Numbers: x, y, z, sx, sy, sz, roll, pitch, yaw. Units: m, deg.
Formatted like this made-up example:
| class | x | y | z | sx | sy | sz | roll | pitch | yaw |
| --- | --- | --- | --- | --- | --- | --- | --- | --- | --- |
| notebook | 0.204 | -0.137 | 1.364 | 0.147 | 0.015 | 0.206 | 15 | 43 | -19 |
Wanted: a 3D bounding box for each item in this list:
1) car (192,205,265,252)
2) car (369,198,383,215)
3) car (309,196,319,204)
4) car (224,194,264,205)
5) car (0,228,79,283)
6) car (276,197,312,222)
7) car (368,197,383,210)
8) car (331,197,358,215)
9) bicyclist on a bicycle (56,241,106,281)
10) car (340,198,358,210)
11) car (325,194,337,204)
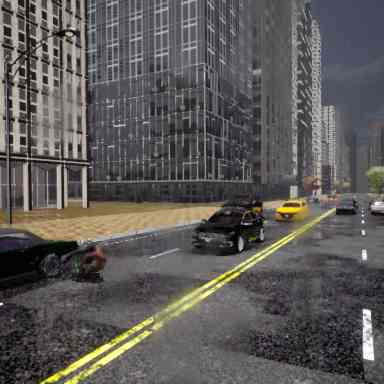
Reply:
| class | x | y | z | sx | sy | sz | roll | pitch | yaw |
| --- | --- | --- | --- | --- | --- | --- | --- | --- | --- |
| car | 1.690 | 1.499 | 14.055 | 1.837 | 1.490 | 4.892 | 0 | 0 | 28 |
| car | 19.095 | 1.584 | 33.523 | 1.895 | 1.301 | 4.718 | 0 | 0 | 28 |
| car | 22.369 | 1.463 | 61.577 | 2.128 | 1.511 | 4.902 | 0 | 0 | 28 |
| car | 3.948 | 1.208 | 25.639 | 2.150 | 2.045 | 5.566 | 0 | 0 | 27 |
| car | -5.116 | 1.596 | 7.967 | 1.895 | 1.301 | 4.718 | 0 | 0 | 26 |
| car | 8.089 | 1.464 | 26.602 | 1.882 | 1.535 | 5.008 | 0 | 0 | 27 |
| car | 23.762 | 1.470 | 42.658 | 2.128 | 1.511 | 4.902 | 0 | 0 | 28 |
| car | 15.952 | 1.530 | 34.396 | 2.033 | 1.411 | 5.357 | 0 | 0 | 27 |
| bicyclist on a bicycle | -2.834 | 1.822 | 8.811 | 1.620 | 0.582 | 1.656 | -13 | 31 | 30 |
| car | 20.566 | 1.542 | 43.467 | 1.994 | 1.385 | 4.181 | 0 | 0 | 28 |
| car | 25.305 | 1.322 | 60.188 | 2.097 | 1.767 | 4.553 | 0 | 0 | 28 |
